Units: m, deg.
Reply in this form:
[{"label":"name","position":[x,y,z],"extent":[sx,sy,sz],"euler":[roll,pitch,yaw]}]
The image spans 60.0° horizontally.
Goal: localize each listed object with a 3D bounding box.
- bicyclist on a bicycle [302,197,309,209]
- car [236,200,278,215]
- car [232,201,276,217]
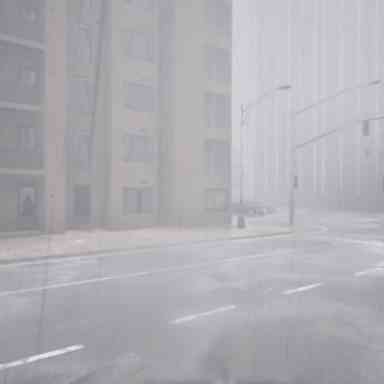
[{"label":"bicyclist on a bicycle","position":[15.703,1.539,46.002],"extent":[1.656,1.620,0.582],"euler":[0,0,-35]},{"label":"car","position":[7.206,1.691,37.266],"extent":[1.812,1.442,4.674],"euler":[0,0,-35]},{"label":"car","position":[5.551,1.635,33.480],"extent":[2.128,1.511,4.902],"euler":[0,0,-35]}]
